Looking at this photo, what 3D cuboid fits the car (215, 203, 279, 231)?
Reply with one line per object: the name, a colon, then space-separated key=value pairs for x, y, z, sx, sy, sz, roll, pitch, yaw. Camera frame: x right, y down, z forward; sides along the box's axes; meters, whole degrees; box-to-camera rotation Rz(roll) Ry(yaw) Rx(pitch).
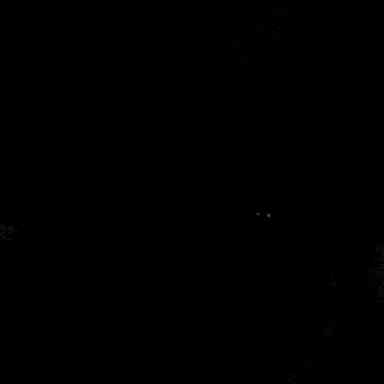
car: x=3.528 y=1.486 z=22.099 sx=2.097 sy=1.767 sz=4.553 roll=0 pitch=0 yaw=-33
